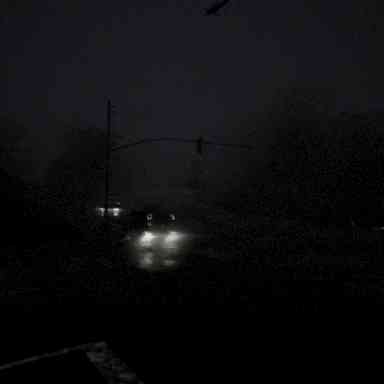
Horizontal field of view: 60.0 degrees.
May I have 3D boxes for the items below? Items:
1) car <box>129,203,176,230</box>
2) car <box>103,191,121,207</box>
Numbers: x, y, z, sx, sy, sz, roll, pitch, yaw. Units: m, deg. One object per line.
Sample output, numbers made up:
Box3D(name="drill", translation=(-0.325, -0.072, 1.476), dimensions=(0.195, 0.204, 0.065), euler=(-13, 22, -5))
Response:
Box3D(name="car", translation=(-2.799, 1.600, 23.078), dimensions=(2.097, 1.767, 4.553), euler=(2, -1, -26))
Box3D(name="car", translation=(-11.312, 0.933, 46.741), dimensions=(2.150, 2.045, 5.566), euler=(2, 2, -14))
